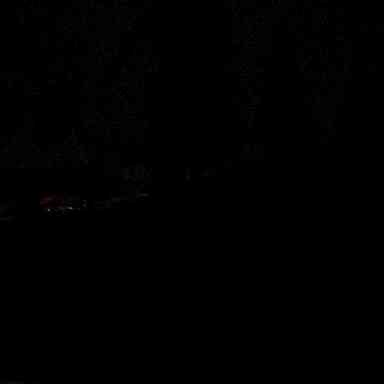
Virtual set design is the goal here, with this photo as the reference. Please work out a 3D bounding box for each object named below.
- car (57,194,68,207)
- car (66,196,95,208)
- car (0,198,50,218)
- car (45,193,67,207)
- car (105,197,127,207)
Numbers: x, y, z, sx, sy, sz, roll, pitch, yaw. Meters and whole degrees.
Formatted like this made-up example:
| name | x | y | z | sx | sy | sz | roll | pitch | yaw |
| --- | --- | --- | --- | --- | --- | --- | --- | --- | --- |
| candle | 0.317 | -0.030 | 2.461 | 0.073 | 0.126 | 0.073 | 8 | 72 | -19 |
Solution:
| name | x | y | z | sx | sy | sz | roll | pitch | yaw |
| --- | --- | --- | --- | --- | --- | --- | --- | --- | --- |
| car | -18.194 | 1.510 | 51.368 | 1.812 | 1.442 | 4.674 | 0 | 0 | 12 |
| car | -15.523 | 1.549 | 47.320 | 1.994 | 1.385 | 4.181 | 0 | 0 | 13 |
| car | -15.720 | 1.534 | 30.121 | 2.033 | 1.411 | 5.357 | 0 | 0 | 12 |
| car | -21.539 | 1.198 | 52.435 | 2.150 | 2.045 | 5.566 | 0 | 0 | 12 |
| car | -11.312 | 1.516 | 50.064 | 1.812 | 1.442 | 4.674 | 0 | 0 | 12 |
